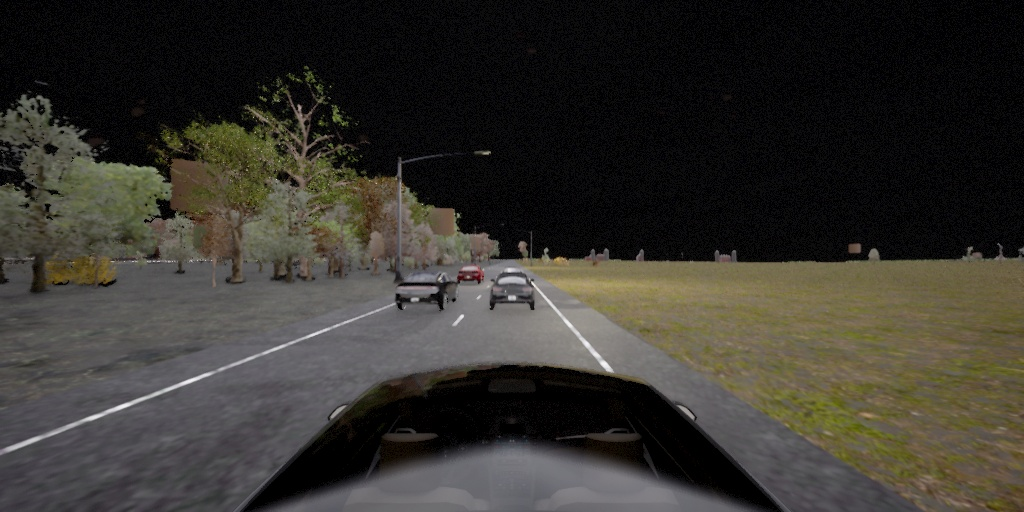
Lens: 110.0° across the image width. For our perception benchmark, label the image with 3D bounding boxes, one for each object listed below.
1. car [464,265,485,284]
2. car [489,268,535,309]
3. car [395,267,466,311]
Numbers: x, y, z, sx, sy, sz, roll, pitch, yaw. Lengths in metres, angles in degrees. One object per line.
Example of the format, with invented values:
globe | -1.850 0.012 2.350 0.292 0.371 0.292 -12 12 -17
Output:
car | -3.479 1.543 31.113 1.882 1.535 5.008 0 0 0
car | 0.023 1.426 15.751 1.812 1.442 4.674 0 0 0
car | -3.481 1.389 15.353 2.128 1.511 4.902 0 0 0
